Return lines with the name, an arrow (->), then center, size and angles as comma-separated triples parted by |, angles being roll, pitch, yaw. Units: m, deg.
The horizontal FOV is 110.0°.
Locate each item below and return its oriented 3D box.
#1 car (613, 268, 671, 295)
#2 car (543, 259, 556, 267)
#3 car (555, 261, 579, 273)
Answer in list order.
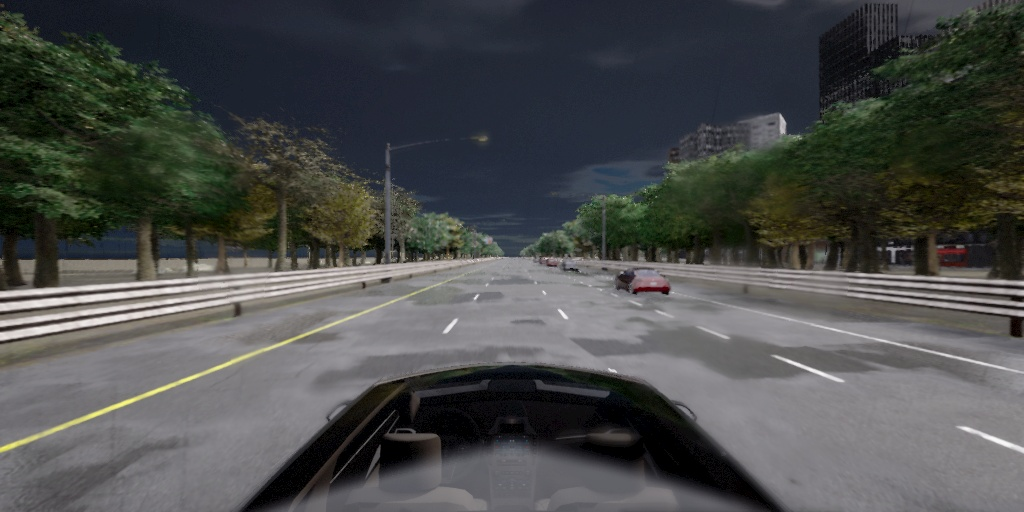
car -> 7.015, 1.329, 19.769 | 1.994, 1.385, 4.181 | 0, 0, 0
car -> 7.173, 1.320, 64.998 | 1.812, 1.442, 4.674 | 0, 0, 0
car -> 7.091, 1.328, 44.992 | 2.033, 1.411, 5.357 | 0, 0, 0
